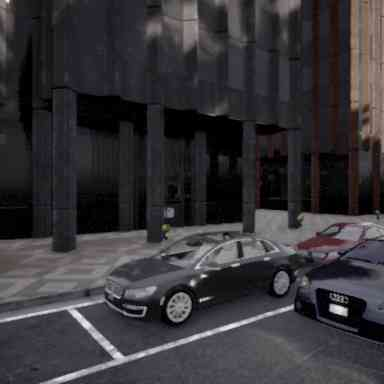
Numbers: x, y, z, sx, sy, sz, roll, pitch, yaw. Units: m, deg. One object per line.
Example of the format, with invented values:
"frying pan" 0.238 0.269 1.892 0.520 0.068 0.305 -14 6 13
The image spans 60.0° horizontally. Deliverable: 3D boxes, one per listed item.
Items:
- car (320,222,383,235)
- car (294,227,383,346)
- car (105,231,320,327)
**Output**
"car" 4.849 1.581 10.108 4.206 1.307 1.802 0 0 -36
"car" 3.792 1.564 6.074 4.181 1.385 1.994 0 0 -35
"car" 0.407 1.550 6.939 4.403 1.369 2.008 0 0 -36
